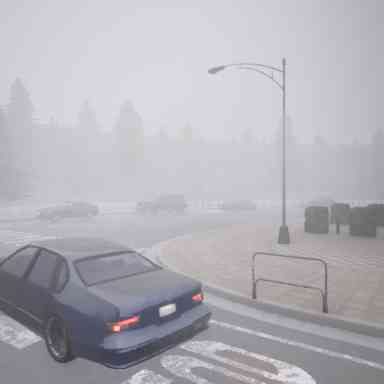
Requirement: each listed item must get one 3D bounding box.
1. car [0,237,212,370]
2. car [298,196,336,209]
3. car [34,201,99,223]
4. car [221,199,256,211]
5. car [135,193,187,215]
[{"bbox_3d":[-2.175,1.547,5.902,5.357,1.411,2.033,0,0,42],"label":"car"},{"bbox_3d":[16.001,1.297,42.628,4.553,1.767,2.097,0,0,-8],"label":"car"},{"bbox_3d":[-9.476,1.436,25.488,2.128,1.511,4.902,0,0,38],"label":"car"},{"bbox_3d":[5.493,1.508,39.222,4.181,1.385,1.994,0,0,-25],"label":"car"},{"bbox_3d":[-2.994,1.167,33.273,5.566,2.045,2.150,0,0,-44],"label":"car"}]
